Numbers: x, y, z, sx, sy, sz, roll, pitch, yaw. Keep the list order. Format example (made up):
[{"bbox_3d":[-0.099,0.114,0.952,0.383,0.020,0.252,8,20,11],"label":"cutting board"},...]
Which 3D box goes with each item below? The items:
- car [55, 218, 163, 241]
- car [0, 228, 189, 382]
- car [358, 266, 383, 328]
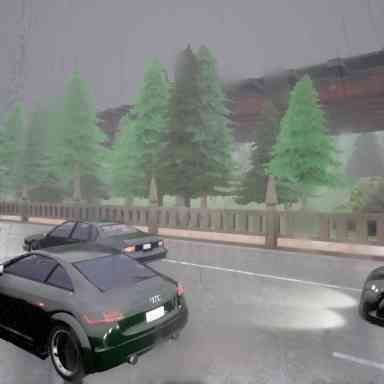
[{"bbox_3d":[-3.274,1.547,10.649,5.357,1.411,2.033,0,0,36],"label":"car"},{"bbox_3d":[-2.113,1.564,5.511,4.181,1.385,1.994,0,0,35],"label":"car"},{"bbox_3d":[4.793,1.564,4.869,4.181,1.385,1.994,0,0,36],"label":"car"}]
